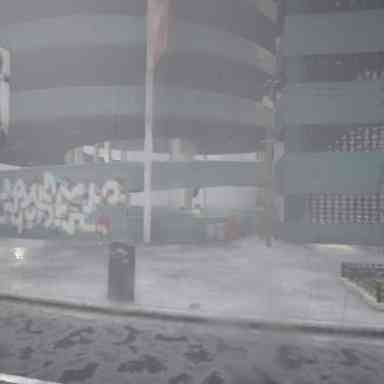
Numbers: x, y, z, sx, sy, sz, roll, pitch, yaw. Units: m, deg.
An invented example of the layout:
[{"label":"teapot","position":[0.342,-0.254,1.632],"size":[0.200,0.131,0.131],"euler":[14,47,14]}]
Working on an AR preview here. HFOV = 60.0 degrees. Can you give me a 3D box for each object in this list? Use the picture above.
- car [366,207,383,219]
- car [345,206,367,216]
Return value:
[{"label":"car","position":[23.380,2.678,38.534],"size":[4.718,1.301,1.895],"euler":[1,-1,9]},{"label":"car","position":[25.558,2.903,49.934],"size":[4.786,1.482,2.161],"euler":[1,-1,9]}]
